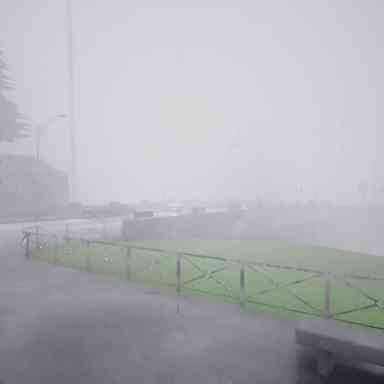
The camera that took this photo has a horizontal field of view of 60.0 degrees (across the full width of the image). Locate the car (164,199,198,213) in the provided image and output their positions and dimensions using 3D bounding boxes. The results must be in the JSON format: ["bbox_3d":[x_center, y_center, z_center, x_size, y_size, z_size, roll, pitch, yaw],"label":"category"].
[{"bbox_3d":[-1.156,1.526,36.961,1.812,1.442,4.674,0,0,35],"label":"car"}]

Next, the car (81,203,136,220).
[{"bbox_3d":[-7.123,1.601,28.598,1.895,1.301,4.718,0,0,35],"label":"car"}]

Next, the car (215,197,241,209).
[{"bbox_3d":[4.901,1.491,45.437,2.128,1.511,4.902,0,0,36],"label":"car"}]

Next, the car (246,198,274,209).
[{"bbox_3d":[9.035,1.547,44.033,2.033,1.411,5.357,0,0,35],"label":"car"}]
